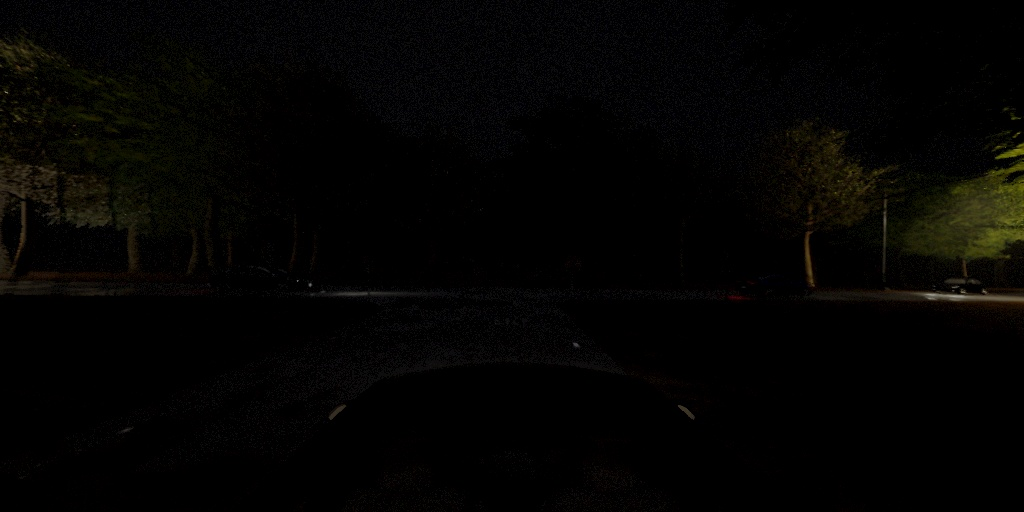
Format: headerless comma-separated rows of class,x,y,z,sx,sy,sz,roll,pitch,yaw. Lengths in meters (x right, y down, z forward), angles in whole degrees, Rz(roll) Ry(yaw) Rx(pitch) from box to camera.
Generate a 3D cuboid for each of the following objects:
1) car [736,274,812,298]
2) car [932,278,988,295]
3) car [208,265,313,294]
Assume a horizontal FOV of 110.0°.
car,18.035,2.015,24.685,5.008,1.535,1.882,2,0,-12
car,41.851,2.807,33.522,5.008,1.535,1.882,2,-1,-15
car,-13.647,1.252,19.651,4.902,1.511,2.128,2,0,-7
